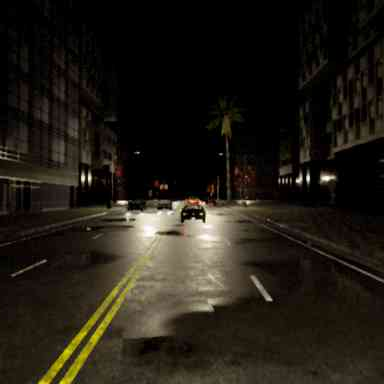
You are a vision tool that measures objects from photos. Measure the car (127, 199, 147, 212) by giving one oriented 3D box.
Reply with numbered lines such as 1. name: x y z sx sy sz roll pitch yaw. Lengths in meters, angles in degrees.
1. car: -6.592 1.570 40.297 1.882 1.535 5.008 0 0 0

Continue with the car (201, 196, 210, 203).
1. car: 3.248 1.769 78.566 1.882 1.535 5.008 0 -1 0

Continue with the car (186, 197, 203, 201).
1. car: 0.098 1.478 49.718 2.097 1.767 4.553 0 0 0

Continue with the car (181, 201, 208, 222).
1. car: 0.099 1.659 26.496 1.895 1.301 4.718 0 0 0

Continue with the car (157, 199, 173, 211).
1. car: -3.344 1.646 42.153 2.033 1.411 5.357 0 0 0

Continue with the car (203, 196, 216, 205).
1. car: 3.347 1.683 61.266 1.837 1.490 4.892 0 0 0
